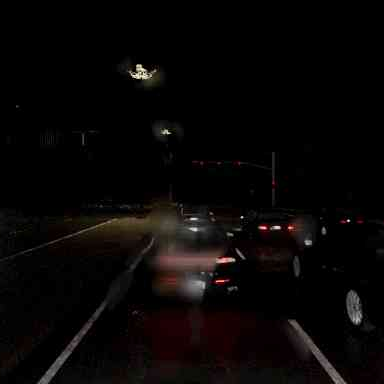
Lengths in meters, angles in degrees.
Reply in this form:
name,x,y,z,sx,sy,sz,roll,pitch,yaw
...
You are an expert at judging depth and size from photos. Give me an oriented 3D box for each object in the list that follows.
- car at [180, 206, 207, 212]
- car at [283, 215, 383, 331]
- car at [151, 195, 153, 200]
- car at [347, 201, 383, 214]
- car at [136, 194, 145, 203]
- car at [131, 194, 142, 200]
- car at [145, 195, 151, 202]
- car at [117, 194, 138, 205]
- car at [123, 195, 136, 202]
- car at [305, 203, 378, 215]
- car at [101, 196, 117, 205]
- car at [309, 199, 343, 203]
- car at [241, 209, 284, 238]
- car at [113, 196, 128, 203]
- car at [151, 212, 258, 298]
name,x,y,z,sx,sy,sz,roll,pitch,yaw
car,0.084,1.505,17.916,1.837,1.490,4.892,0,0,0
car,3.593,1.478,6.890,1.882,1.535,5.008,0,0,0
car,-11.581,1.524,89.723,2.128,1.511,4.902,0,0,0
car,18.332,1.563,33.258,4.181,1.385,1.994,0,0,1
car,-11.569,1.500,69.046,1.837,1.490,4.892,0,0,0
car,-15.072,1.348,90.753,2.097,1.767,4.553,0,0,0
car,-11.580,1.524,79.316,1.812,1.442,4.674,0,0,0
car,-11.656,1.564,60.224,1.994,1.385,4.181,0,0,1
car,-15.081,1.525,80.587,2.128,1.511,4.902,0,0,0
car,7.084,1.505,16.975,1.837,1.490,4.892,0,0,0
car,-15.116,1.477,60.706,1.882,1.535,5.008,0,0,0
car,17.892,1.601,43.786,4.718,1.301,1.895,0,0,1
car,3.586,1.547,16.510,2.033,1.411,5.357,0,0,0
car,-15.071,1.540,70.484,2.033,1.411,5.357,0,0,0
car,0.091,1.491,8.495,2.128,1.511,4.902,0,0,0
